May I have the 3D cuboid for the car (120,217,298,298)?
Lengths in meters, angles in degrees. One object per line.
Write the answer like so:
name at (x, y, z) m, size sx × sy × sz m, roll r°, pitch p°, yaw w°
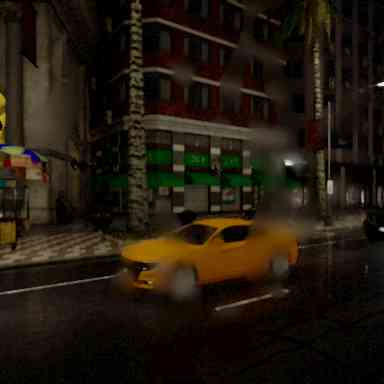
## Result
car at (0.622, 1.463, 8.665) m, size 5.008 × 1.535 × 1.882 m, roll 0°, pitch 0°, yaw -35°

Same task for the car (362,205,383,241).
car at (10.145, 1.178, 15.182) m, size 5.566 × 2.045 × 2.150 m, roll 0°, pitch 0°, yaw -33°
